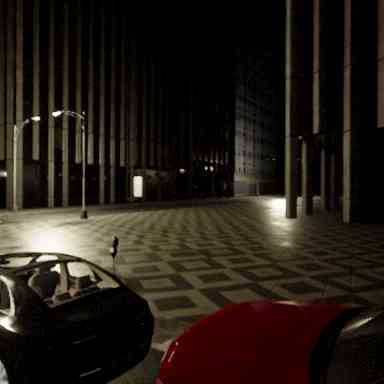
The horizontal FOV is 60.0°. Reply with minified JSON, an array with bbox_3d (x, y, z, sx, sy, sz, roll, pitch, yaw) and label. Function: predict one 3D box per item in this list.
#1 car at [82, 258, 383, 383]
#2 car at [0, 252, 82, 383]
[{"bbox_3d":[1.996,1.316,1.560,5.009,1.841,2.192,0,0,35],"label":"car"},{"bbox_3d":[-2.517,1.547,4.748,4.403,1.369,2.008,0,0,35],"label":"car"}]
